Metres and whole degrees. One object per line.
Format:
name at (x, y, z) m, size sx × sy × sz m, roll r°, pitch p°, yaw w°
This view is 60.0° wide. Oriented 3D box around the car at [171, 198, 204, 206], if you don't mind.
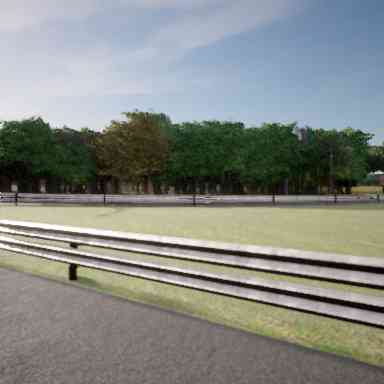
car at (-0.588, 1.070, 43.425) m, size 4.181 × 1.385 × 1.994 m, roll 0°, pitch 0°, yaw -8°
